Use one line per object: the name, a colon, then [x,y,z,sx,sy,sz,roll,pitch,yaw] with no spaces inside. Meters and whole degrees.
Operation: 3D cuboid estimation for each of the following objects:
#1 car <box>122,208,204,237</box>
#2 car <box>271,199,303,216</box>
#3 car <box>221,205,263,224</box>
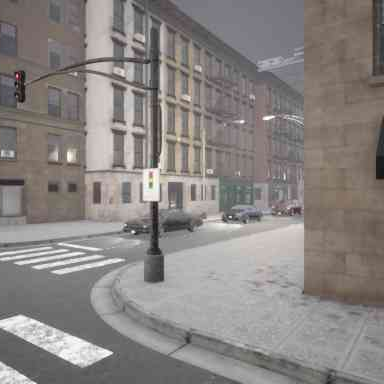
car: [-1.415,1.630,18.891,2.033,1.411,5.357,0,0,35]
car: [9.966,1.538,34.810,2.097,1.767,4.553,0,0,35]
car: [4.044,1.696,26.529,1.994,1.385,4.181,0,0,36]
